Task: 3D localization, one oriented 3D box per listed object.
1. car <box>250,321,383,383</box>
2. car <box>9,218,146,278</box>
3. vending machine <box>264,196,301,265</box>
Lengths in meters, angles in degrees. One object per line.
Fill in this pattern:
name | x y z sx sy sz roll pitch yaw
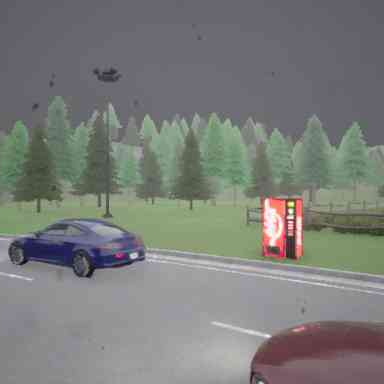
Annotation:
car | 2.591 1.526 1.947 4.674 1.442 1.812 0 0 36
car | -3.517 1.525 10.064 4.674 1.442 1.812 0 0 31
vending machine | 2.982 1.195 10.958 0.880 2.100 1.100 0 0 33
